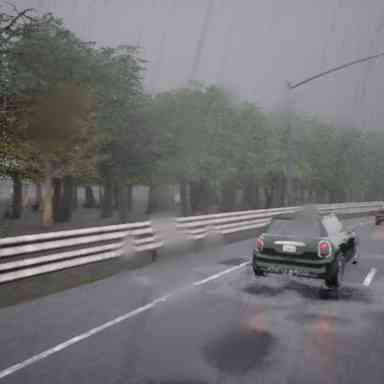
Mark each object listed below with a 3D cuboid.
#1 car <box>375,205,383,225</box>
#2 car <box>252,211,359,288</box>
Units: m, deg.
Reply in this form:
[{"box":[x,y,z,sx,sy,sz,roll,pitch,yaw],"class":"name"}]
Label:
[{"box":[14.548,1.585,23.705,1.837,1.490,4.892,-1,-1,42],"class":"car"},{"box":[3.513,1.380,9.759,2.097,1.767,4.553,-1,0,33],"class":"car"}]
